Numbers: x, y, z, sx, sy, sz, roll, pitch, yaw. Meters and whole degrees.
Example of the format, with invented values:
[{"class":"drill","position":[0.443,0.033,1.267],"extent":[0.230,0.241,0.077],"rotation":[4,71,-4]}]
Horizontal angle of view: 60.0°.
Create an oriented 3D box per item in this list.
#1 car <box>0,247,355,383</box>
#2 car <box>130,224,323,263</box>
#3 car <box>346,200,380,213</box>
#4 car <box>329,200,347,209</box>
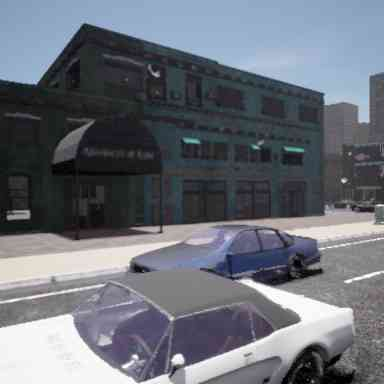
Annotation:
[{"class":"car","position":[-0.447,1.604,3.368],"extent":[4.718,1.301,1.895],"rotation":[0,0,-36]},{"class":"car","position":[1.096,1.555,8.469],"extent":[5.357,1.411,2.033],"rotation":[0,0,-36]},{"class":"car","position":[21.086,1.861,39.199],"extent":[1.947,1.339,4.313],"rotation":[-1,0,-36]},{"class":"car","position":[23.157,1.869,50.929],"extent":[2.008,1.369,4.403],"rotation":[-1,0,-36]}]
